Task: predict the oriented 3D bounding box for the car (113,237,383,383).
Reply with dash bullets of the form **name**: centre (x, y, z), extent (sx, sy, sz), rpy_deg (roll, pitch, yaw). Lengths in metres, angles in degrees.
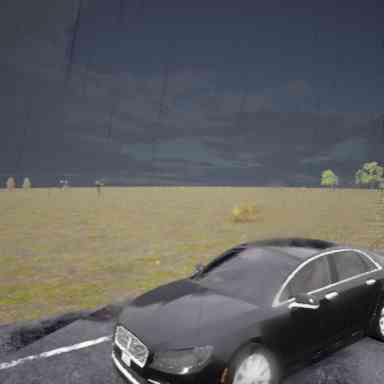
- **car**: centre (1.289, 1.504, 4.905), extent (4.892, 1.490, 1.837), rpy_deg (0, 0, -35)
